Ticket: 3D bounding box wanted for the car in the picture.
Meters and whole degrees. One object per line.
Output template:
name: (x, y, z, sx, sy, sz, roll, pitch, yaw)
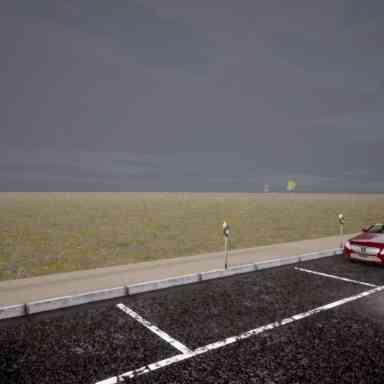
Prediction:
car: (6.637, 1.584, 10.792, 4.206, 1.307, 1.802, 0, 1, -35)
